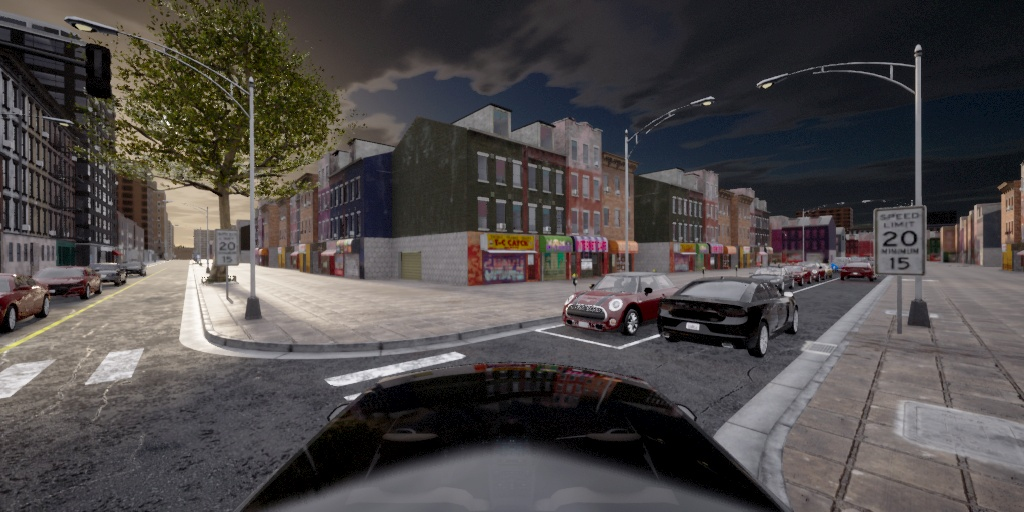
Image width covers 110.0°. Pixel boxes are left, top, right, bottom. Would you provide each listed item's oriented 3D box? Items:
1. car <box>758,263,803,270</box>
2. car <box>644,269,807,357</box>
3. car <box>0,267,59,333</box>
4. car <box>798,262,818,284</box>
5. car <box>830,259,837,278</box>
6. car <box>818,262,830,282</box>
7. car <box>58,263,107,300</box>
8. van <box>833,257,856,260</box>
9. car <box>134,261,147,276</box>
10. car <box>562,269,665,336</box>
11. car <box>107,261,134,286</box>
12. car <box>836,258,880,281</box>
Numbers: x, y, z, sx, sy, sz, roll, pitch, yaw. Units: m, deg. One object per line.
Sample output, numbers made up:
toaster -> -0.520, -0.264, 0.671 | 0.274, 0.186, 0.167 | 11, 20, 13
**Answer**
car -> 15.389, 1.292, 21.254 | 4.403, 1.370, 2.007 | 0, 0, -42
car -> 5.390, 1.228, 8.698 | 5.008, 1.535, 1.882 | 0, 0, -42
car -> -14.921, 1.235, 10.016 | 1.882, 1.535, 5.008 | 0, 0, -42
car -> 19.426, 1.283, 24.891 | 4.507, 1.381, 1.888 | 0, 0, -42
car -> 27.375, 1.258, 32.051 | 4.829, 1.417, 1.751 | 0, 0, -42
car -> 23.464, 1.175, 28.527 | 4.097, 1.591, 1.967 | 0, 0, -42
car -> -21.258, 1.226, 17.079 | 1.882, 1.535, 5.008 | 0, 0, -42
van -> 39.613, 1.070, 43.075 | 3.998, 1.789, 1.690 | 0, 0, -42
car -> -37.548, 1.249, 35.393 | 1.837, 1.490, 4.892 | 0, 0, -42
car -> 3.277, 1.194, 10.344 | 4.097, 1.591, 1.967 | 0, 0, -42
car -> -27.948, 1.234, 24.557 | 2.128, 1.511, 4.902 | 0, 0, -42
car -> 28.474, 1.207, 29.420 | 5.008, 1.535, 1.882 | 0, 0, -41
